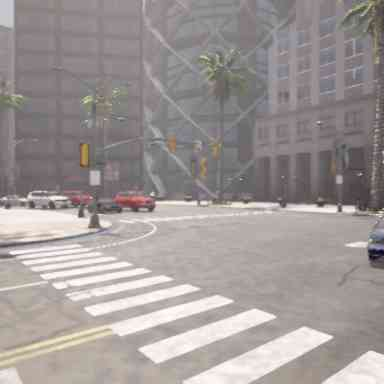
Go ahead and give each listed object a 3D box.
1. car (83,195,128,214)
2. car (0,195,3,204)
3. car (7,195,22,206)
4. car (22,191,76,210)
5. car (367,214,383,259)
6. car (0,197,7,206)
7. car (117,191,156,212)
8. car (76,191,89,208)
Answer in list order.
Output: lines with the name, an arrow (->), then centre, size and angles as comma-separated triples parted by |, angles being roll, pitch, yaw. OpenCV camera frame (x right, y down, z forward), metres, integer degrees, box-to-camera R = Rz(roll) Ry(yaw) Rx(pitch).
car -> -8.382, 1.305, 31.961 | 1.994, 1.385, 4.181 | 0, 1, -42
car -> -32.759, 1.196, 52.594 | 4.718, 1.301, 1.895 | 0, 0, -2
car -> -23.500, 1.177, 44.694 | 4.674, 1.442, 1.812 | 0, 0, 11
car -> -16.695, 0.916, 38.659 | 5.566, 2.045, 2.150 | 0, 1, 26
car -> 7.176, 1.443, 11.365 | 2.033, 1.411, 5.357 | 0, 1, 33
car -> -26.433, 1.157, 41.717 | 5.008, 1.535, 1.882 | 0, 1, 7
car -> -5.979, 0.938, 34.582 | 2.150, 2.045, 5.566 | 0, 1, -41
car -> -14.012, 0.893, 41.096 | 5.566, 2.045, 2.150 | 0, 1, 29
